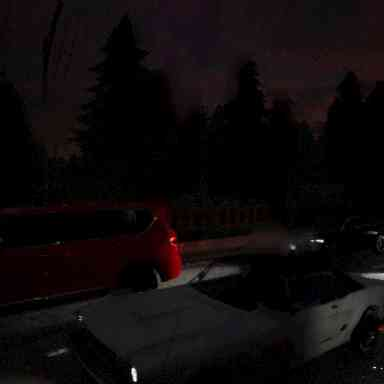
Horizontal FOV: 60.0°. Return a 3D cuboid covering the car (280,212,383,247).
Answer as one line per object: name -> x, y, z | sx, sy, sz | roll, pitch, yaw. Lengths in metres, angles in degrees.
car -> 5.206, 1.502, 12.004 | 4.902, 1.511, 2.128 | 0, 0, -35

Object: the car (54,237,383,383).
car -> 0.847, 1.604, 4.596 | 4.718, 1.301, 1.895 | 0, 0, -35

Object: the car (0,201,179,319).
car -> -2.838, 1.223, 6.268 | 5.566, 2.045, 2.150 | 0, 0, -36
